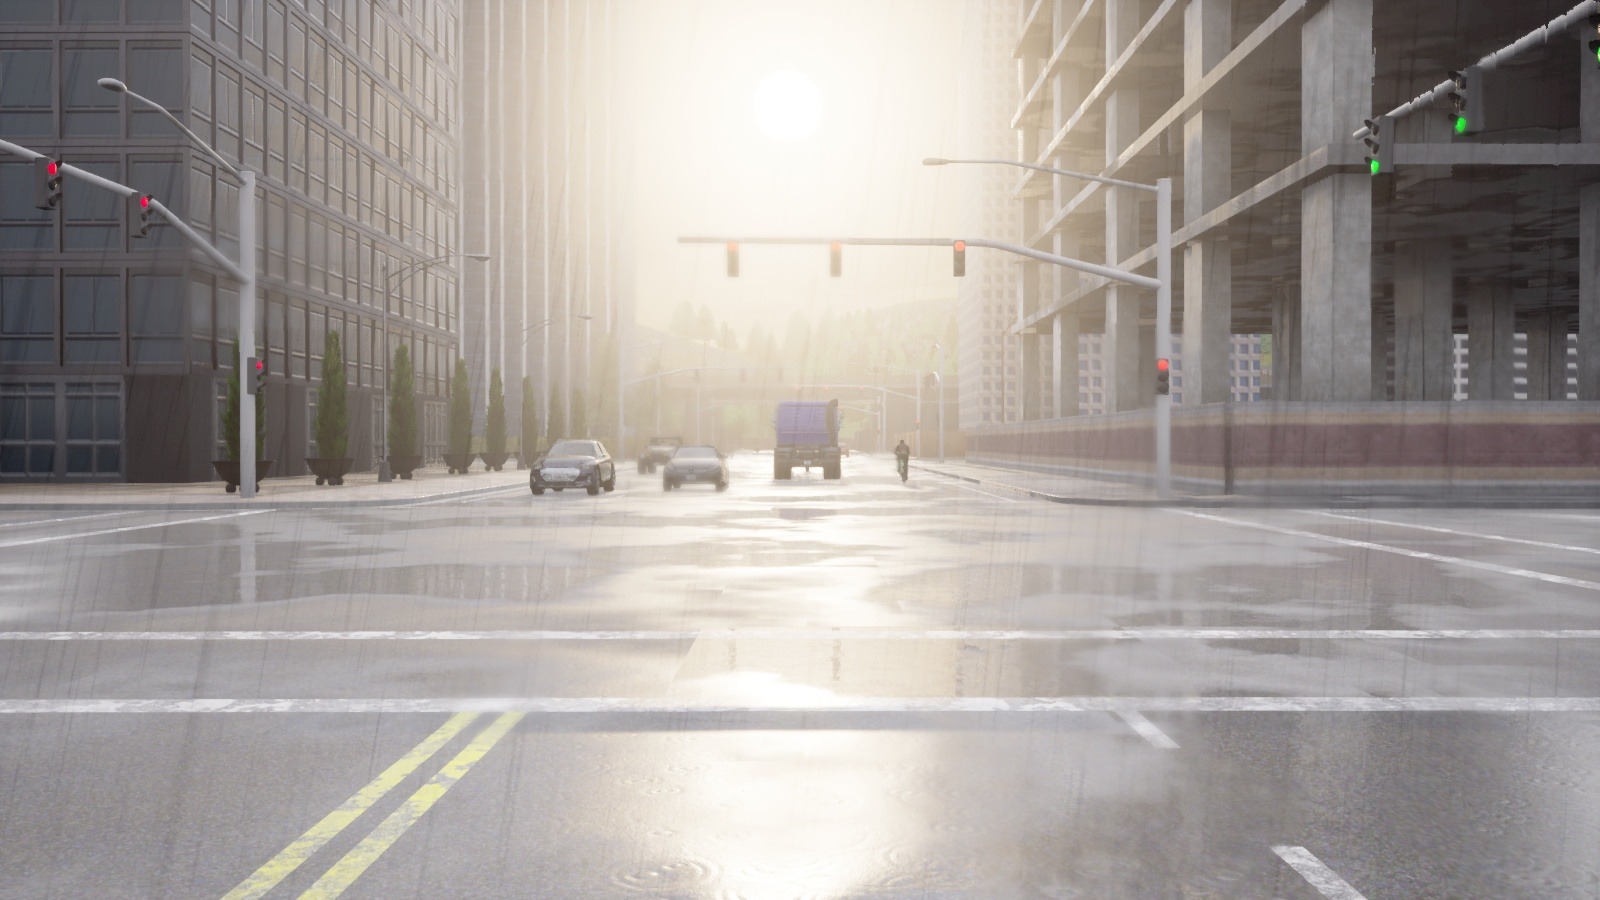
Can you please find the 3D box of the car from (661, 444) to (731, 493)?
[{"bbox_3d":[-3.261,0.543,40.083,1.812,1.442,4.674,0,0,0],"label":"car"}]

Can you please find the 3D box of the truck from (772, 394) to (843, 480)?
[{"bbox_3d":[0.321,-0.544,54.668,2.891,3.462,7.936,0,0,0],"label":"truck"}]

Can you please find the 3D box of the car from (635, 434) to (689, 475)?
[{"bbox_3d":[-6.553,0.198,60.035,1.905,1.878,3.866,0,0,4],"label":"car"}]

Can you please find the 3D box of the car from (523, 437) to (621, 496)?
[{"bbox_3d":[-6.774,0.457,37.851,2.033,1.649,4.856,0,0,0],"label":"car"}]
